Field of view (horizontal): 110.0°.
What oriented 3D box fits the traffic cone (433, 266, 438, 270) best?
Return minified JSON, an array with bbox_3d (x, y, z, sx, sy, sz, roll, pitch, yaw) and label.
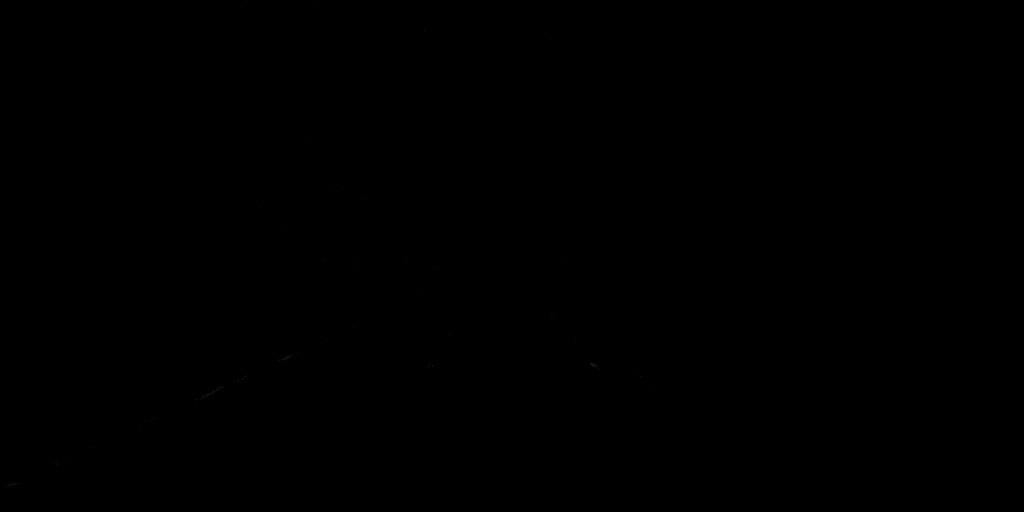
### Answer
[{"bbox_3d":[-11.685,1.810,55.799,0.340,0.580,0.340,0,0,-16],"label":"traffic cone"}]
